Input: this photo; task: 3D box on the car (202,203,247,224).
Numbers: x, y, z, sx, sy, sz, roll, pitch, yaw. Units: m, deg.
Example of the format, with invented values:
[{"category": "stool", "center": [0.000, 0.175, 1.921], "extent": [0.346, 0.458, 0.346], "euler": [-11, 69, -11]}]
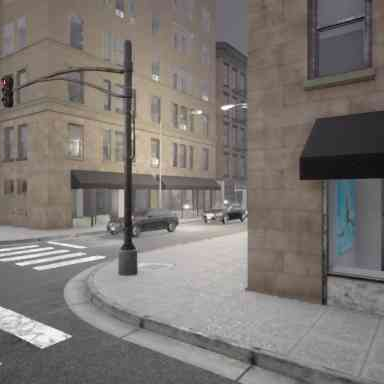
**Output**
[{"category": "car", "center": [2.681, 1.640, 26.311], "extent": [2.128, 1.511, 4.902], "euler": [0, 0, 35]}]

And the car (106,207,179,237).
[{"category": "car", "center": [-2.626, 1.620, 18.841], "extent": [1.812, 1.442, 4.674], "euler": [0, 0, 37]}]
